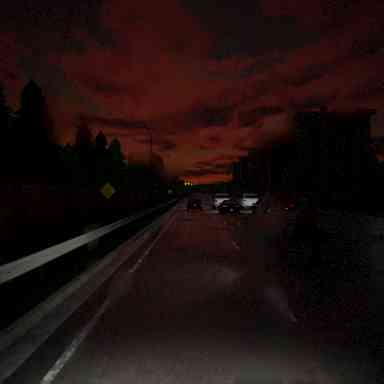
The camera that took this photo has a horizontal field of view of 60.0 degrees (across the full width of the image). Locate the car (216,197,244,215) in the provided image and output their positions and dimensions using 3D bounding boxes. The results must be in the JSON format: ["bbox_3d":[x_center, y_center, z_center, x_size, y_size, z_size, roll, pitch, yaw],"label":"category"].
[{"bbox_3d":[3.793,1.526,34.042,1.812,1.442,4.674,0,0,0],"label":"car"}]

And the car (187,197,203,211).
[{"bbox_3d":[0.336,1.547,40.686,2.033,1.411,5.357,0,0,0],"label":"car"}]

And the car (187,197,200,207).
[{"bbox_3d":[0.262,1.526,51.037,1.812,1.442,4.674,0,0,0],"label":"car"}]

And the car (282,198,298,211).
[{"bbox_3d":[10.824,1.601,40.228,1.895,1.301,4.718,0,0,0],"label":"car"}]

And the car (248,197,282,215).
[{"bbox_3d":[7.291,1.505,33.609,1.837,1.490,4.892,0,0,0],"label":"car"}]

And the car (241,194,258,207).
[{"bbox_3d":[7.333,1.221,43.507,2.150,2.045,5.566,0,0,0],"label":"car"}]

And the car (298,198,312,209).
[{"bbox_3d":[14.338,1.478,44.319,1.882,1.535,5.008,0,0,0],"label":"car"}]

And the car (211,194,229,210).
[{"bbox_3d":[3.832,1.221,43.951,2.150,2.045,5.566,0,0,0],"label":"car"}]

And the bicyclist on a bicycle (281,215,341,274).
[{"bbox_3d":[3.225,1.455,9.066,1.656,1.620,0.582,-2,0,0],"label":"bicyclist on a bicycle"}]
